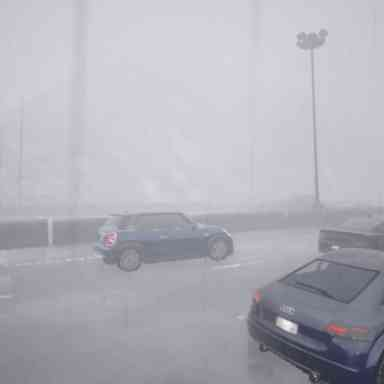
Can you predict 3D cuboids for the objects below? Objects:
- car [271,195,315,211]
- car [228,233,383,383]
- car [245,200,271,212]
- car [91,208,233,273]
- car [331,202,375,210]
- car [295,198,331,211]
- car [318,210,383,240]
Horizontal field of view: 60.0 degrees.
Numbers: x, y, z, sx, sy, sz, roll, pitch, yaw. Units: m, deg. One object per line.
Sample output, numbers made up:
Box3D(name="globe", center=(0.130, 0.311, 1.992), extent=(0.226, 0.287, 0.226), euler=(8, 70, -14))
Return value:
Box3D(name="car", center=(12.380, 1.348, 39.103), extent=(5.566, 2.045, 2.150), euler=(0, 0, -30))
Box3D(name="car", center=(2.872, 1.581, 5.016), extent=(4.181, 1.385, 1.994), euler=(0, 0, -30))
Box3D(name="car", center=(8.644, 1.658, 40.965), extent=(4.674, 1.442, 1.812), euler=(0, 0, -30))
Box3D(name="car", center=(-0.848, 1.388, 10.951), extent=(4.553, 1.767, 2.097), euler=(0, 0, -30))
Box3D(name="car", center=(16.648, 1.710, 33.485), extent=(4.718, 1.301, 1.895), euler=(0, 0, -30))
Box3D(name="car", center=(13.626, 1.680, 35.776), extent=(4.181, 1.385, 1.994), euler=(0, 0, -30))
Box3D(name="car", center=(6.400, 1.514, 11.113), extent=(5.008, 1.535, 1.882), euler=(0, 0, -30))
